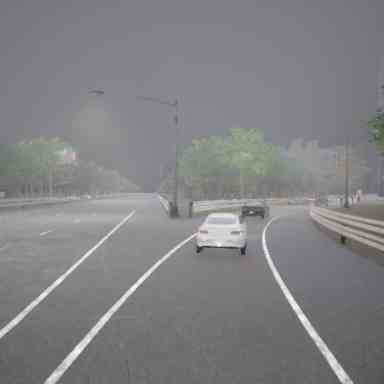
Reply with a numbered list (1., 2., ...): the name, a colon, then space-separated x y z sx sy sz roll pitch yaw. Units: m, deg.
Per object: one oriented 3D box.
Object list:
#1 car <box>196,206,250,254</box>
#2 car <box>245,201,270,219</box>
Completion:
1. car: 1.330 1.539 13.607 1.812 1.442 4.674 0 0 10
2. car: 5.771 1.535 29.641 1.882 1.535 5.008 0 0 21
